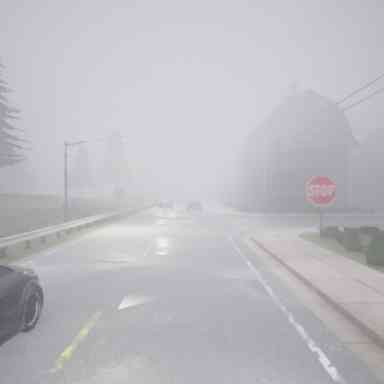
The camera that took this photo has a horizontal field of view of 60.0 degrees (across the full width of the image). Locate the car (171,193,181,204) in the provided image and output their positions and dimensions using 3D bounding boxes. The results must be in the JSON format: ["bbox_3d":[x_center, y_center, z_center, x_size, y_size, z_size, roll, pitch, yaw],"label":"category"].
[{"bbox_3d":[-3.225,1.229,64.412,2.150,2.045,5.566,0,0,0],"label":"car"}]

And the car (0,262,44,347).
[{"bbox_3d":[-3.549,1.562,4.031,1.994,1.385,4.181,0,0,1],"label":"car"}]

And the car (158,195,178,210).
[{"bbox_3d":[-3.397,1.552,44.373,2.033,1.411,5.357,0,0,0],"label":"car"}]

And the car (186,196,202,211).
[{"bbox_3d":[0.268,1.533,39.966,1.812,1.442,4.674,0,0,0],"label":"car"}]

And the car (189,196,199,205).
[{"bbox_3d":[0.340,1.536,60.094,1.812,1.442,4.674,0,0,0],"label":"car"}]
